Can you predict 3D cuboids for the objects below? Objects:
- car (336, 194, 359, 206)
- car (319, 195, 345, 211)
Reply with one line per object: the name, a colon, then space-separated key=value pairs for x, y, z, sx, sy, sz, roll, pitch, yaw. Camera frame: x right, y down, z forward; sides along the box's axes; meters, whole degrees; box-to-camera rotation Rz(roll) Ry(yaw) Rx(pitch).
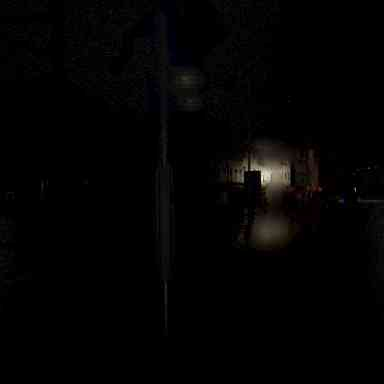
car: x=22.248 y=1.364 z=47.076 sx=1.882 sy=1.535 sz=5.008 roll=-1 pitch=0 yaw=36
car: x=16.298 y=1.399 z=38.622 sx=2.128 sy=1.511 sz=4.902 roll=-1 pitch=0 yaw=34
